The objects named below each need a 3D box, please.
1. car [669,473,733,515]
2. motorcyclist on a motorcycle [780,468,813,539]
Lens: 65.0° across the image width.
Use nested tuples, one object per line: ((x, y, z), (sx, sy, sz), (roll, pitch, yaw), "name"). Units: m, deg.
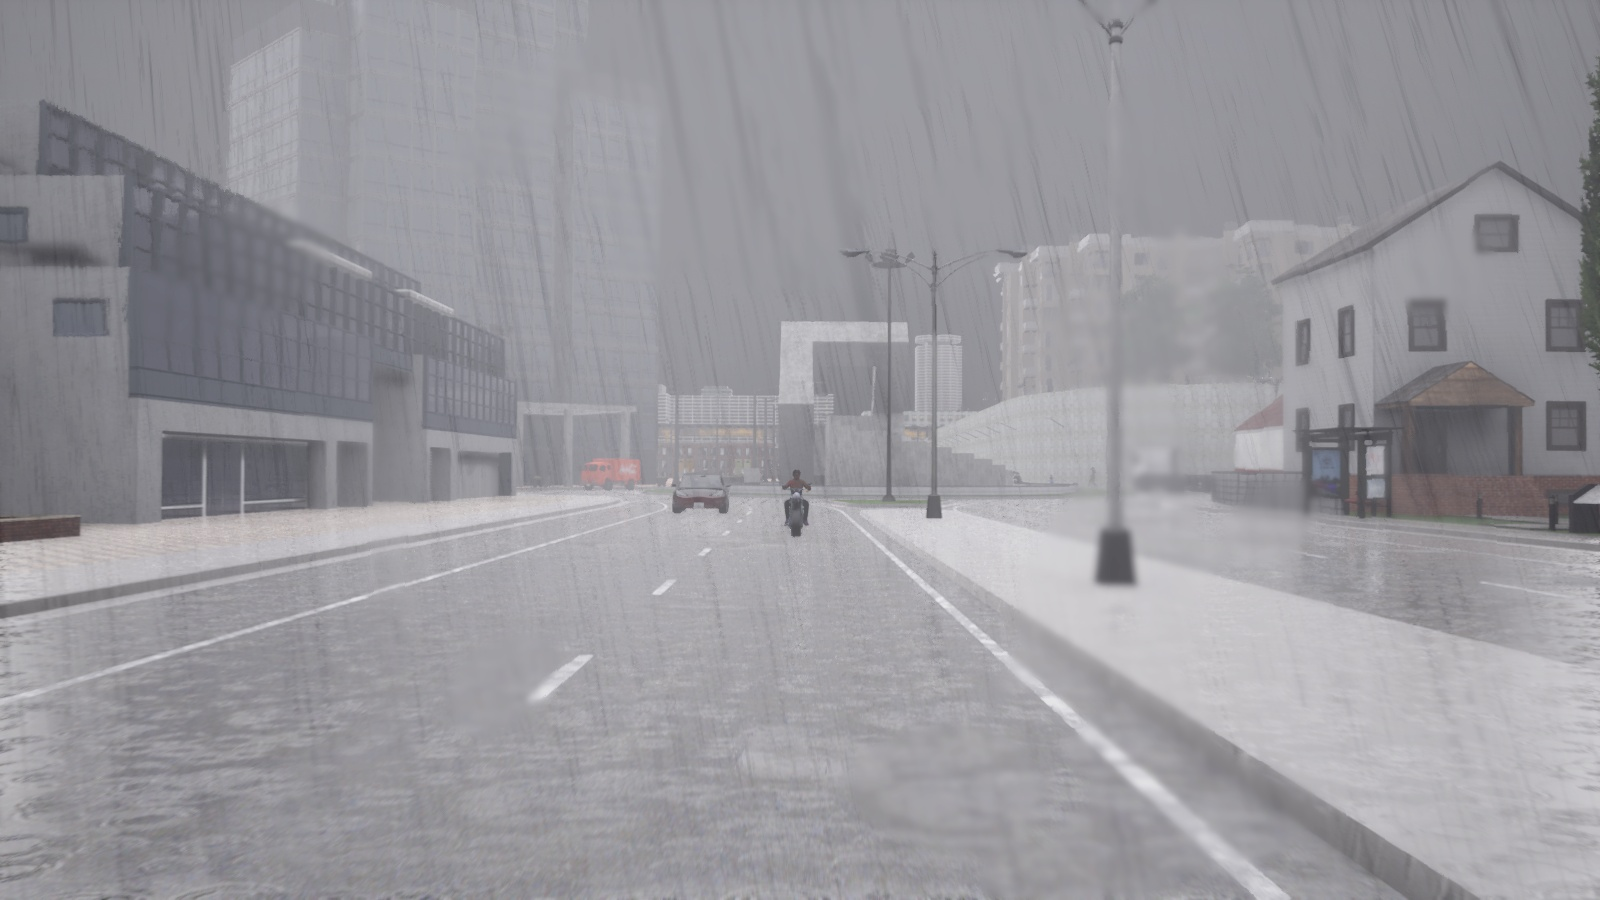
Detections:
((-3.647, 1.616, 46.984), (2.163, 1.488, 4.792), (0, -1, -2), "car")
((-0.074, 1.277, 30.537), (0.766, 1.649, 2.350), (0, -1, 0), "motorcyclist on a motorcycle")
